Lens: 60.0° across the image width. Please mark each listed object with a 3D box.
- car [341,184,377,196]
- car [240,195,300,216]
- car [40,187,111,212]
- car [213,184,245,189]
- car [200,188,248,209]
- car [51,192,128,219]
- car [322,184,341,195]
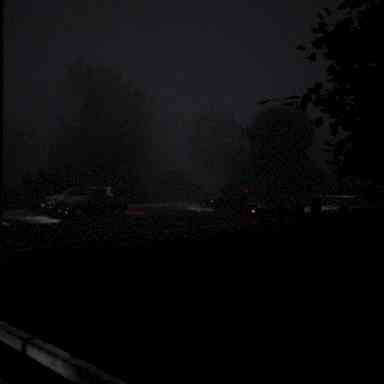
[{"bbox_3d":[21.640,-0.252,42.551,4.181,1.385,1.994,-3,3,-25],"label":"car"},{"bbox_3d":[6.168,1.007,25.141,4.718,1.301,1.895,-2,3,-36],"label":"car"},{"bbox_3d":[-8.942,0.594,26.391,5.566,2.045,2.150,-1,2,-41],"label":"car"},{"bbox_3d":[3.539,0.195,36.163,5.566,2.045,2.150,-4,4,-35],"label":"car"},{"bbox_3d":[3.024,0.708,31.516,4.674,1.442,1.812,-3,3,-36],"label":"car"},{"bbox_3d":[-6.924,0.975,23.483,4.892,1.490,1.837,-1,2,-41],"label":"car"},{"bbox_3d":[20.480,-0.350,45.874,5.357,1.411,2.033,-3,3,-25],"label":"car"}]
